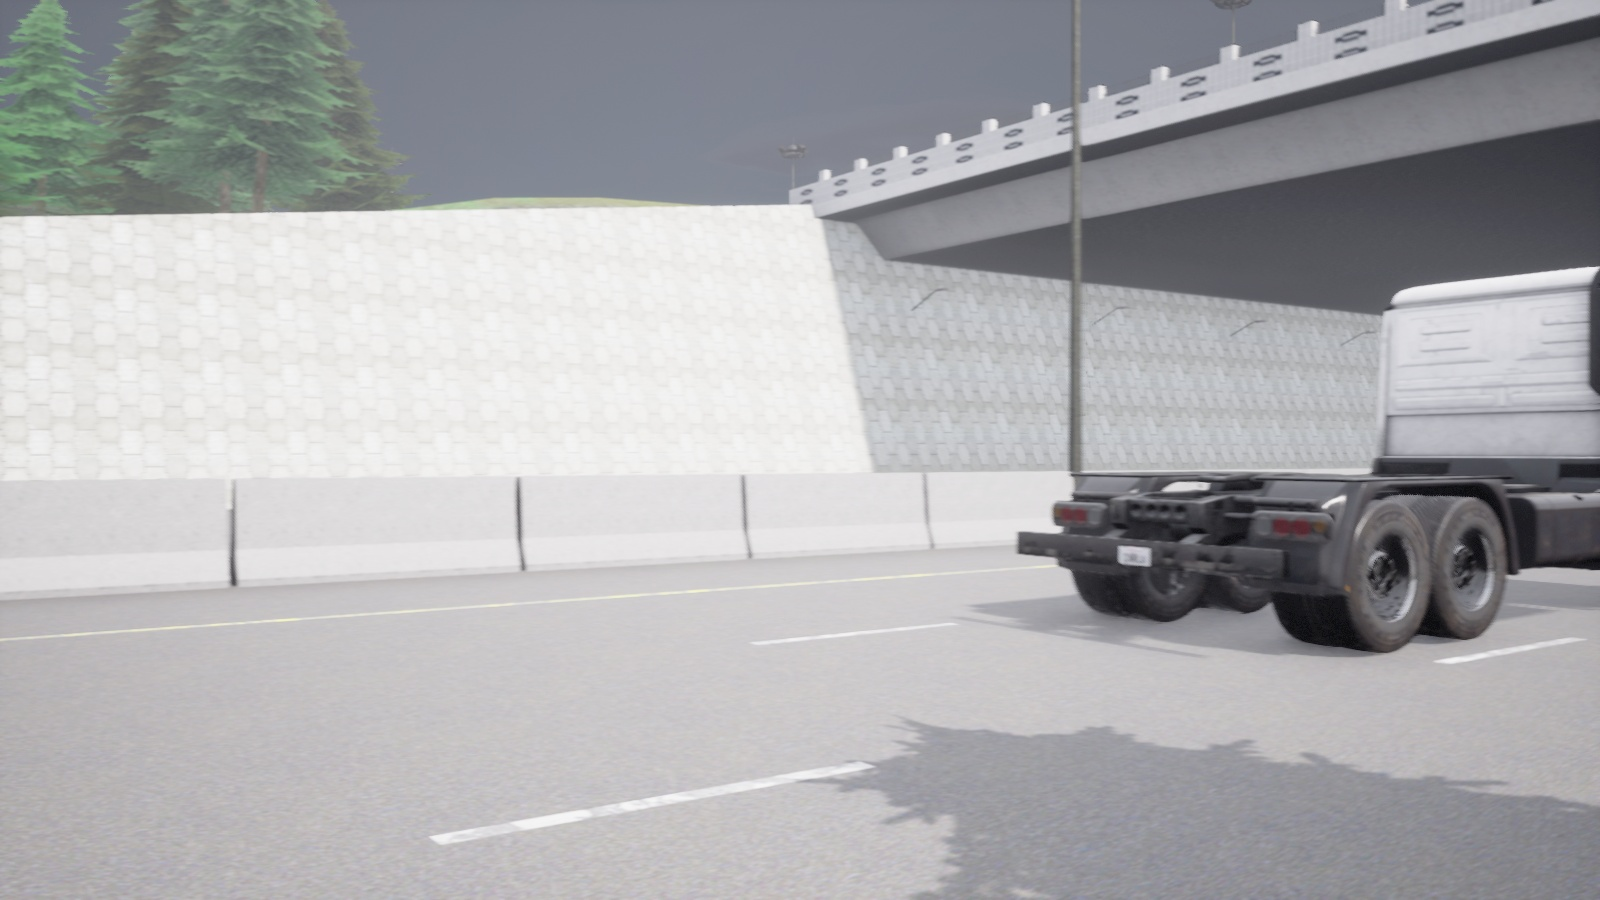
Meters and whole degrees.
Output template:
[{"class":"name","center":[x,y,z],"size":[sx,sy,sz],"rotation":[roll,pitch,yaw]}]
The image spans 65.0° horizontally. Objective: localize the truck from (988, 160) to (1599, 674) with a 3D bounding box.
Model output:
[{"class":"truck","center":[5.702,-0.219,11.896],"size":[7.936,3.462,2.891],"rotation":[0,0,-35]}]
